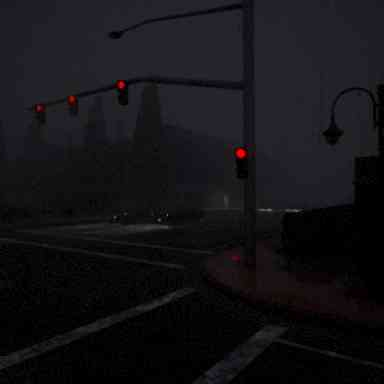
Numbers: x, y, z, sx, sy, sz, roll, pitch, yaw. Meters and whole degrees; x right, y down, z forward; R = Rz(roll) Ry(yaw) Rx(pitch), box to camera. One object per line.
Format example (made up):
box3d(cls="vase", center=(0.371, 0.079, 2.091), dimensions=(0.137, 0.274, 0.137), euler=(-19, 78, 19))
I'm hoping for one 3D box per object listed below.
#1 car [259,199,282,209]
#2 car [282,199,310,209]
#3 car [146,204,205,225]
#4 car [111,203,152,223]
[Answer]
box3d(cls="car", center=(11.576, 1.691, 48.160), dimensions=(2.033, 1.411, 5.357), euler=(-1, 0, 38))
box3d(cls="car", center=(15.007, 1.664, 46.882), dimensions=(2.033, 1.411, 5.357), euler=(-1, 0, 37))
box3d(cls="car", center=(-1.018, 1.722, 25.697), dimensions=(1.895, 1.301, 4.718), euler=(-1, 0, 37))
box3d(cls="car", center=(-4.358, 1.640, 27.080), dimensions=(2.128, 1.511, 4.902), euler=(-1, 0, 37))
